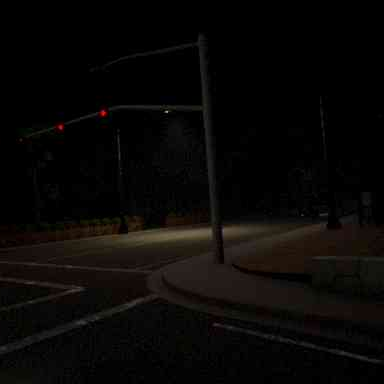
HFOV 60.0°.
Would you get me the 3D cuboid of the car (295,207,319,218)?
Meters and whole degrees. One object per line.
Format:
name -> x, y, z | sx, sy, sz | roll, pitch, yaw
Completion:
car -> 15.427, 2.678, 44.257 | 1.895, 1.301, 4.718 | -6, -4, 37
